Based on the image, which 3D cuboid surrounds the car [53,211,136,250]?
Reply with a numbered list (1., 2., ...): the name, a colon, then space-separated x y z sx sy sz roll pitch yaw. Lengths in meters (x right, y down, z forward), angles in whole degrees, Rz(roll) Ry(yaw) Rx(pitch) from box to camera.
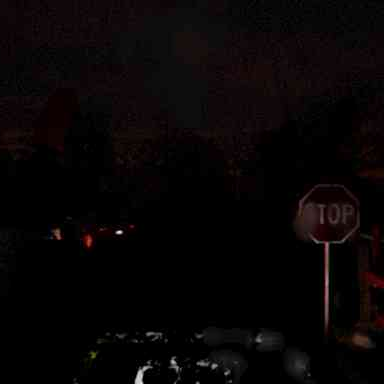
1. car: -4.233 1.493 14.128 4.181 1.385 1.994 1 0 44
